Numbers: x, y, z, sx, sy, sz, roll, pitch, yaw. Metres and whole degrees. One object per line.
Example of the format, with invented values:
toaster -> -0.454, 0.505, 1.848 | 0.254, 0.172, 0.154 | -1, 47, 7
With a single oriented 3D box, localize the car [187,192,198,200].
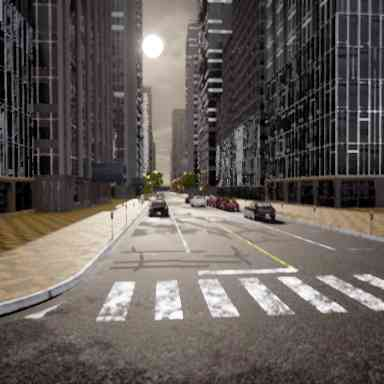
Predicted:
car -> 0.068, 1.039, 82.476 | 2.192, 1.841, 5.009 | -1, 0, -5

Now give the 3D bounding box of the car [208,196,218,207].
car -> 3.702, 1.367, 43.102 | 1.887, 1.381, 4.507 | -1, 0, -5

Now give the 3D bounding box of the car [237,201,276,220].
car -> 5.257, 1.422, 26.228 | 2.008, 1.369, 4.403 | -1, 0, -5

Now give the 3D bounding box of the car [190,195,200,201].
car -> 0.591, 1.319, 76.852 | 1.802, 1.307, 4.206 | -1, 0, -5

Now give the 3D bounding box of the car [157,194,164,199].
car -> -8.775, 1.329, 92.977 | 1.802, 1.307, 4.206 | -1, 0, -5

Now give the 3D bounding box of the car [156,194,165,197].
car -> -4.095, 1.395, 42.186 | 1.752, 1.417, 4.829 | -1, 0, -5

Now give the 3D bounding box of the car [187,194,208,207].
car -> 0.815, 1.349, 48.017 | 1.812, 1.442, 4.674 | 0, 0, -5

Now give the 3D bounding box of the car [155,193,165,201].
car -> -7.225, 1.099, 76.102 | 2.192, 1.841, 5.009 | -1, 0, -5

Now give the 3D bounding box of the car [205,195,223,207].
car -> 3.181, 1.248, 48.727 | 1.967, 1.590, 4.097 | -1, 0, -5

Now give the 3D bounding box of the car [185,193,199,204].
car -> -0.099, 1.361, 57.897 | 1.994, 1.385, 4.181 | 0, 0, -5

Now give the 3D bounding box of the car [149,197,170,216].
car -> -3.072, 1.467, 31.106 | 1.947, 1.339, 4.313 | -1, 0, -5

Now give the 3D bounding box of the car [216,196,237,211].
car -> 4.221, 1.420, 37.477 | 1.802, 1.307, 4.206 | -1, 0, -5
